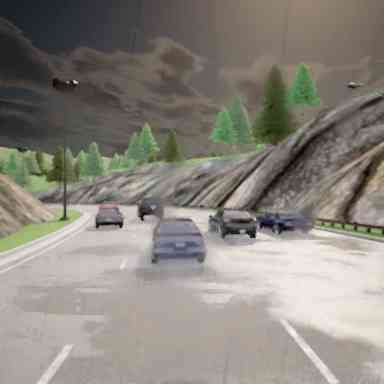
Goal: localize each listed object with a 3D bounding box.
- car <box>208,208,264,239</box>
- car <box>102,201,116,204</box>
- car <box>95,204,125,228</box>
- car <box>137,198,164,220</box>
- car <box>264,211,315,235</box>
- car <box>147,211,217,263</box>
[{"bbox_3d":[2.126,1.683,18.521,1.837,1.490,4.892,0,0,-8],"label":"car"},{"bbox_3d":[-10.144,1.814,40.410,2.097,1.767,4.553,0,-1,-19],"label":"car"},{"bbox_3d":[-6.041,1.847,24.675,1.994,1.385,4.181,0,-1,-11],"label":"car"},{"bbox_3d":[-3.998,1.565,31.839,2.150,2.045,5.566,0,-1,-13],"label":"car"},{"bbox_3d":[5.425,1.778,20.220,1.895,1.301,4.718,0,-1,-9],"label":"car"},{"bbox_3d":[-0.601,1.679,12.576,2.033,1.411,5.357,0,-1,-6],"label":"car"}]
